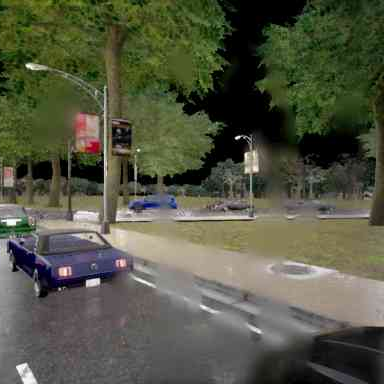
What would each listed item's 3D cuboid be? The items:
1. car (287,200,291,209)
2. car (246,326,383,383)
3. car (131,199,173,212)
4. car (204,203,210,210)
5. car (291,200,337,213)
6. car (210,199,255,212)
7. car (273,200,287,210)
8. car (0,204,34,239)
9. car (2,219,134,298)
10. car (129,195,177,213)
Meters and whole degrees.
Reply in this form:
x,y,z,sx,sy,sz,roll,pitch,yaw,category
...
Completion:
x,y,z,sx,sy,sz,roll,pitch,yaw,category
15.230,1.775,43.283,4.674,1.442,1.812,0,0,-14,car
2.368,1.478,1.232,1.882,1.535,5.008,0,0,-38,car
-4.971,1.623,41.405,4.902,1.511,2.128,0,0,-14,car
3.867,1.708,43.696,4.674,1.442,1.812,0,0,-15,car
14.916,1.734,39.645,4.902,1.511,2.128,0,0,-15,car
5.235,1.678,40.696,4.902,1.511,2.128,0,0,-14,car
13.443,1.806,46.178,4.181,1.385,1.994,0,0,-15,car
-8.941,1.352,15.787,2.097,1.767,4.553,0,0,-38,car
-3.428,1.601,8.687,1.895,1.301,4.718,0,0,-38,car
-4.446,1.352,38.186,5.566,2.045,2.150,0,0,-15,car
